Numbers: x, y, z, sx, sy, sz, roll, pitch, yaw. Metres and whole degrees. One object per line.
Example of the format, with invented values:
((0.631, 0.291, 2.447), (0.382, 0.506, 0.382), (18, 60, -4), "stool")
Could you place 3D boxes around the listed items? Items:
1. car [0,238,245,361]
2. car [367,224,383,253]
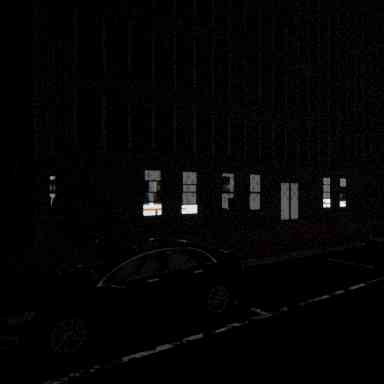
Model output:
((-1.019, 1.551, 5.835), (4.403, 1.369, 2.008), (0, 0, -36), "car")
((8.246, 1.581, 12.451), (4.206, 1.307, 1.802), (0, 0, -36), "car")
